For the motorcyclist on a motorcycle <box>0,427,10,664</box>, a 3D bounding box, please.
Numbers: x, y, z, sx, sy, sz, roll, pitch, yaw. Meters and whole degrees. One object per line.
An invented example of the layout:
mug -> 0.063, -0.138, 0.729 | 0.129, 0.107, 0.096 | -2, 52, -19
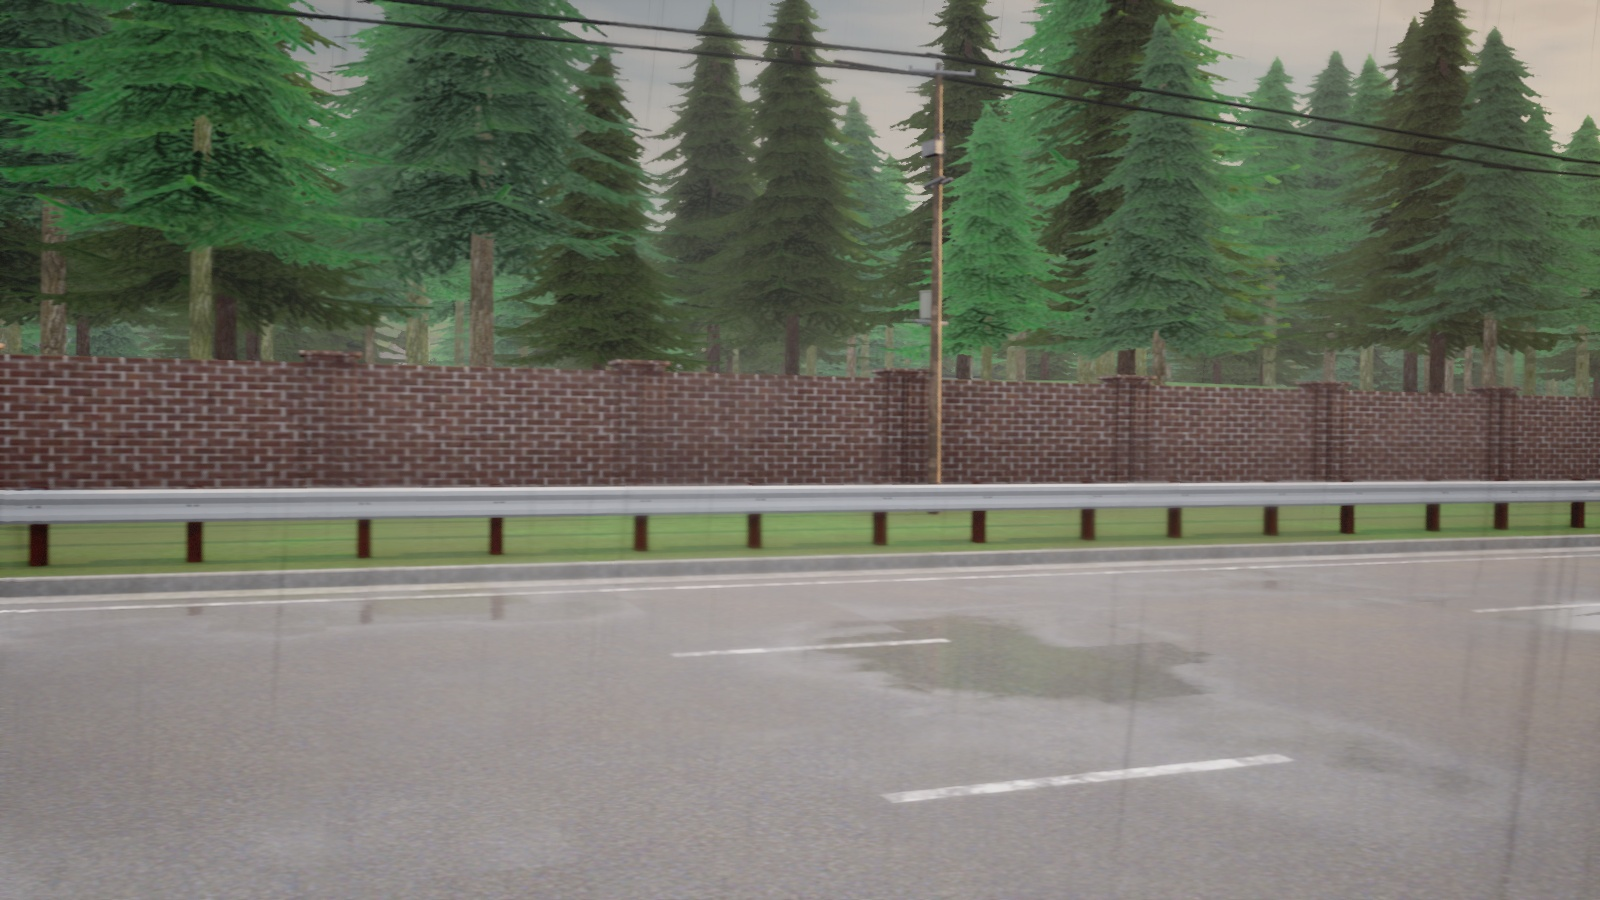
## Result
motorcyclist on a motorcycle -> -6.635, 0.687, 8.212 | 2.350, 1.649, 0.766 | -1, 1, -21
